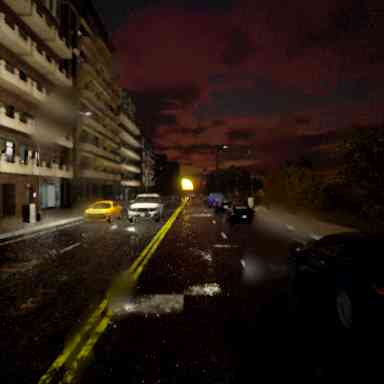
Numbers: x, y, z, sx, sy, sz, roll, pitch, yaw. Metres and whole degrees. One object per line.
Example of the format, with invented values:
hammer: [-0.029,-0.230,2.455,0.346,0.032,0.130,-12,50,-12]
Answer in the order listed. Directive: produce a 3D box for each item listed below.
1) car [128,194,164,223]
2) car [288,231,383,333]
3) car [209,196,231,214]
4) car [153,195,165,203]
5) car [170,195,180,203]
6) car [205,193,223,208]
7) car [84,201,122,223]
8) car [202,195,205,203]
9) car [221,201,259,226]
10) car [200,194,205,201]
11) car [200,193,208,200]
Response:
car: [-3.347,1.181,25.242,2.150,2.045,5.566,0,0,0]
car: [3.352,1.515,6.626,1.812,1.442,4.674,0,0,0]
car: [3.252,1.453,34.374,2.163,1.488,4.792,0,0,0]
car: [-6.508,1.411,65.557,1.837,1.490,4.892,0,0,0]
car: [-3.263,1.413,65.154,2.128,1.511,4.902,0,0,1]
car: [3.253,1.157,45.374,2.150,2.045,5.566,0,0,0]
car: [-6.596,1.438,25.073,1.882,1.535,5.008,0,0,0]
car: [3.254,1.488,56.345,1.994,1.385,4.181,0,0,0]
car: [3.344,1.528,23.017,1.994,1.385,4.181,0,0,1]
car: [3.254,1.477,67.345,1.994,1.385,4.181,0,0,0]
car: [3.255,1.247,89.316,2.097,1.767,4.553,0,0,0]
